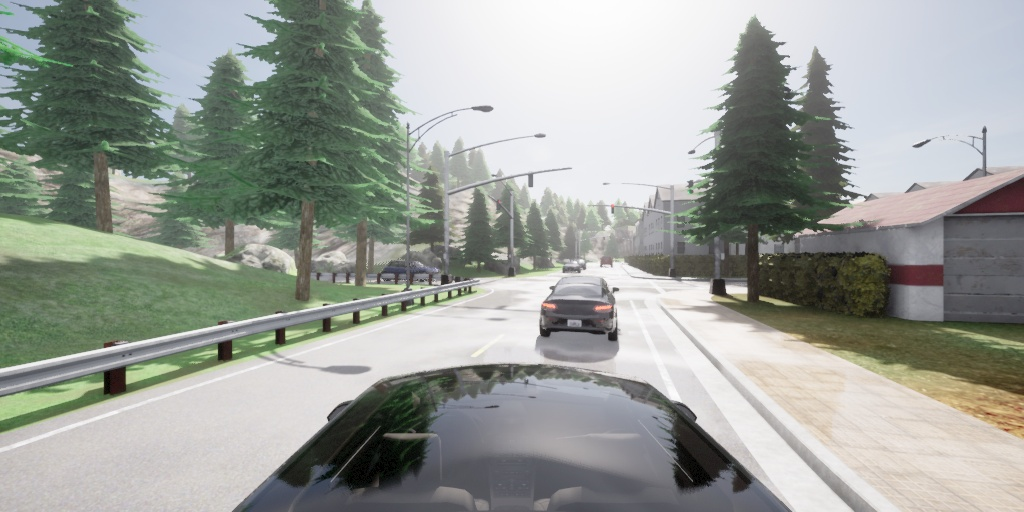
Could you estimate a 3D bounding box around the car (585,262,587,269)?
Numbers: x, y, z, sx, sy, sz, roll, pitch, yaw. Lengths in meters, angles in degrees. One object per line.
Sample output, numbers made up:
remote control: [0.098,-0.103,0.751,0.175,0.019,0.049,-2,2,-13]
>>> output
car: [9.956,1.241,52.873,2.128,1.511,4.902,0,0,16]

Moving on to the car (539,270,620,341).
car: [1.939,1.276,9.902,1.812,1.442,4.674,0,0,15]

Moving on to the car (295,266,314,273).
car: [-19.717,1.366,31.213,4.718,1.301,1.895,0,0,15]

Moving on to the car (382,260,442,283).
car: [-7.725,1.116,27.958,4.553,1.767,2.097,0,0,15]

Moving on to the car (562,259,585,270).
car: [7.270,1.314,43.184,1.994,1.385,4.181,0,0,15]
